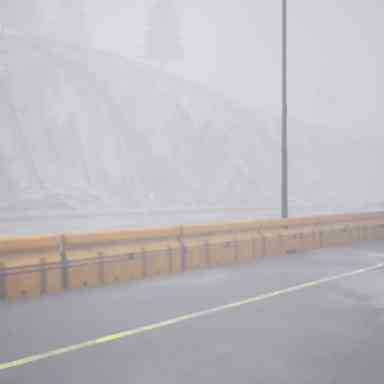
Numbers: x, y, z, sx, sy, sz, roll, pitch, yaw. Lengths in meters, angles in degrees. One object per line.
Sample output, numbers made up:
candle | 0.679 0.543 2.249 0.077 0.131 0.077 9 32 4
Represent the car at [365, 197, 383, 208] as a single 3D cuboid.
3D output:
car | 25.416 1.401 44.750 4.674 1.442 1.812 0 0 -26
